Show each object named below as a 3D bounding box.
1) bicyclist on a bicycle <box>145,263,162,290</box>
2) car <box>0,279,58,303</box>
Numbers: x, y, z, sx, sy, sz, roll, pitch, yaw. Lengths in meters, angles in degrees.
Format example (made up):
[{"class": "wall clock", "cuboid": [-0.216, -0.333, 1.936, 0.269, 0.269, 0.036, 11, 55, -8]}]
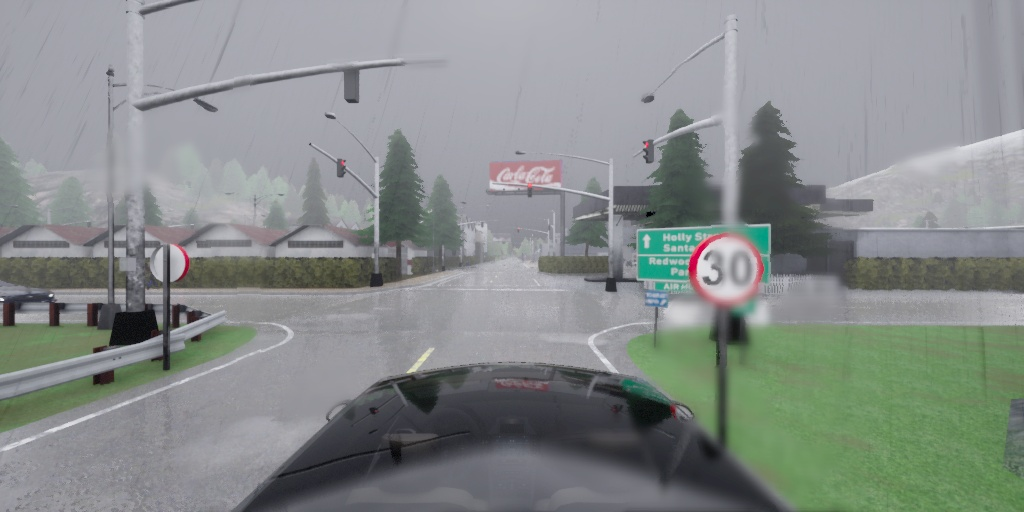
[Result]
[{"class": "bicyclist on a bicycle", "cuboid": [-21.677, 1.243, 21.354, 0.582, 1.620, 1.656, 0, 0, 1]}, {"class": "car", "cuboid": [-21.198, 1.489, 13.863, 5.357, 1.411, 2.033, 0, 0, 1]}]
